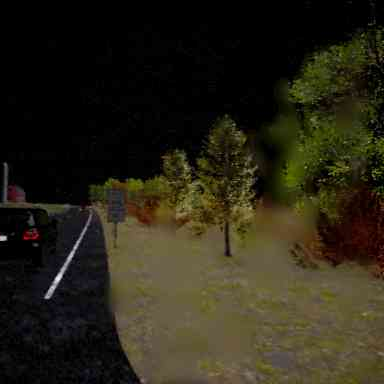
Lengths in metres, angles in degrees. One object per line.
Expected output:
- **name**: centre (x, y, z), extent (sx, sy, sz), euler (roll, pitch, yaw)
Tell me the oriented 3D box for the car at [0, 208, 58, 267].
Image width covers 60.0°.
- **car**: centre (-6.621, 1.623, 12.893), extent (2.150, 2.045, 5.566), euler (2, -2, -15)
